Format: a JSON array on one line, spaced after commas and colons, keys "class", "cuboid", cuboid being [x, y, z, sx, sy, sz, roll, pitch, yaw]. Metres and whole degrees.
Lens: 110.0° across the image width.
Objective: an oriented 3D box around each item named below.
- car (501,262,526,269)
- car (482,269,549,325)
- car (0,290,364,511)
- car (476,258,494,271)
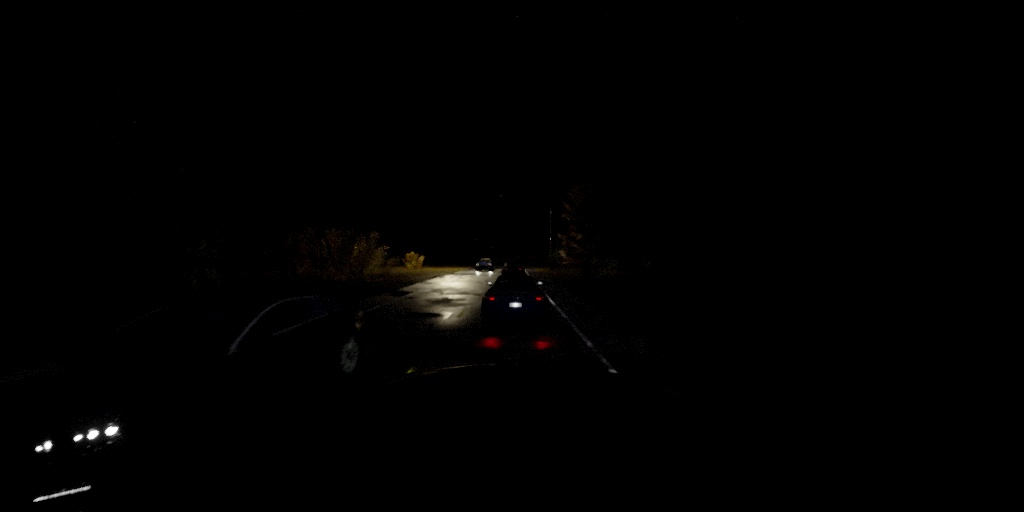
[{"class": "car", "cuboid": [0.099, 1.238, 29.473, 2.128, 1.511, 4.902, 0, 0, 0]}, {"class": "car", "cuboid": [0.099, 1.313, 11.852, 1.994, 1.385, 4.181, 0, 0, 0]}, {"class": "car", "cuboid": [-3.601, 1.241, 4.590, 2.128, 1.511, 4.902, 0, 0, 0]}, {"class": "car", "cuboid": [-3.579, 1.091, 47.277, 2.097, 1.767, 4.553, 0, 0, 0]}]
